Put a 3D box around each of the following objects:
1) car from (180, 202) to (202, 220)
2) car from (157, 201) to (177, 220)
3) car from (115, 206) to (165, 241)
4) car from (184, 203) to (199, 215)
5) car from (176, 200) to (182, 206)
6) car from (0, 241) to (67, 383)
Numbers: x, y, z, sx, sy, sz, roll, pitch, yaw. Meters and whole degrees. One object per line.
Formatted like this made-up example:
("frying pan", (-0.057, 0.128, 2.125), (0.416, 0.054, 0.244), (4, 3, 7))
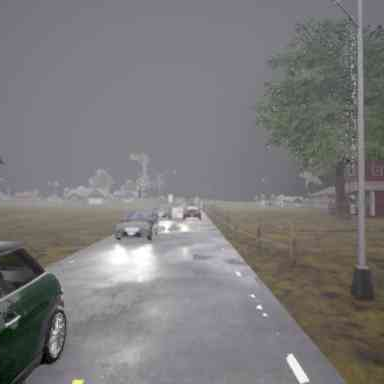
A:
("car", (-0.011, 2.020, 33.465), (1.812, 1.442, 4.674), (0, -1, 0))
("car", (-2.965, 1.999, 34.155), (2.128, 1.511, 4.902), (0, -1, 0))
("car", (-2.895, 1.755, 18.386), (2.128, 1.511, 4.902), (0, -1, 0))
("car", (-0.058, 2.215, 44.317), (1.812, 1.442, 4.674), (0, -1, 0))
("car", (-3.009, 2.622, 74.714), (1.837, 1.490, 4.892), (0, -1, 0))
("car", (-2.853, 1.396, 2.921), (2.097, 1.767, 4.553), (0, -1, 0))
